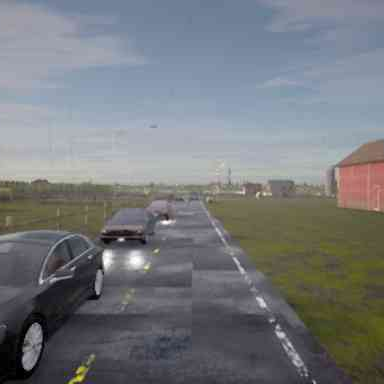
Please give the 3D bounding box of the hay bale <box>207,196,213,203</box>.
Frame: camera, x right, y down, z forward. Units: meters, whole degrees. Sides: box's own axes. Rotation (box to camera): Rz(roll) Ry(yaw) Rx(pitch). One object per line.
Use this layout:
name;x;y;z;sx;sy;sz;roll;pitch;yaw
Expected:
hay bale;3.428;1.449;63.265;1.220;1.180;1.240;1;1;0

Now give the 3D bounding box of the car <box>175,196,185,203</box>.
car;-2.458;1.380;65.246;1.895;1.301;4.718;0;0;1

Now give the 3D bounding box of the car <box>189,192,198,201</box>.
car;0.335;1.289;71.545;1.994;1.385;4.181;0;0;0

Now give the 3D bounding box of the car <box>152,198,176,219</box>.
car;-2.653;1.426;27.616;1.812;1.442;4.674;0;1;2

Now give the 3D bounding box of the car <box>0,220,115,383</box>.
car;-2.831;1.480;5.527;1.837;1.490;4.892;0;0;0

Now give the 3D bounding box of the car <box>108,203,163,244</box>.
car;-2.777;1.487;15.776;2.033;1.411;5.357;0;0;0
